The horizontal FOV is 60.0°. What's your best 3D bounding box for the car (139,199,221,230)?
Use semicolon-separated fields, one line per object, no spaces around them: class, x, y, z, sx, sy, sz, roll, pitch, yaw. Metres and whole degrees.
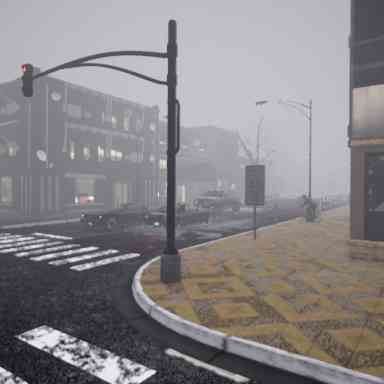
car;-0.511;1.325;19.030;1.895;1.301;4.718;1;1;36

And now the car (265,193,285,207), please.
car;8.443;0.967;37.347;1.895;1.301;4.718;1;1;35

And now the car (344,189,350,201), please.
car;25.412;0.614;51.686;1.887;1.381;4.507;2;2;35

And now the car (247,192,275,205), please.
car;8.863;0.813;42.620;1.887;1.381;4.507;2;2;35

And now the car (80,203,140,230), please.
car;-4.072;1.327;19.299;1.895;1.301;4.718;1;1;35

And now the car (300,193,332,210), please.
car;12.650;0.989;33.068;2.008;1.369;4.403;2;2;35

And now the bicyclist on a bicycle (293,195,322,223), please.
bicyclist on a bicycle;6.775;1.000;19.598;1.656;1.620;0.582;0;1;35

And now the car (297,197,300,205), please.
car;14.225;0.852;40.105;2.033;1.411;5.357;1;1;34

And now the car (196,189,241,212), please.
car;2.227;0.766;28.378;2.150;2.045;5.566;1;1;35
